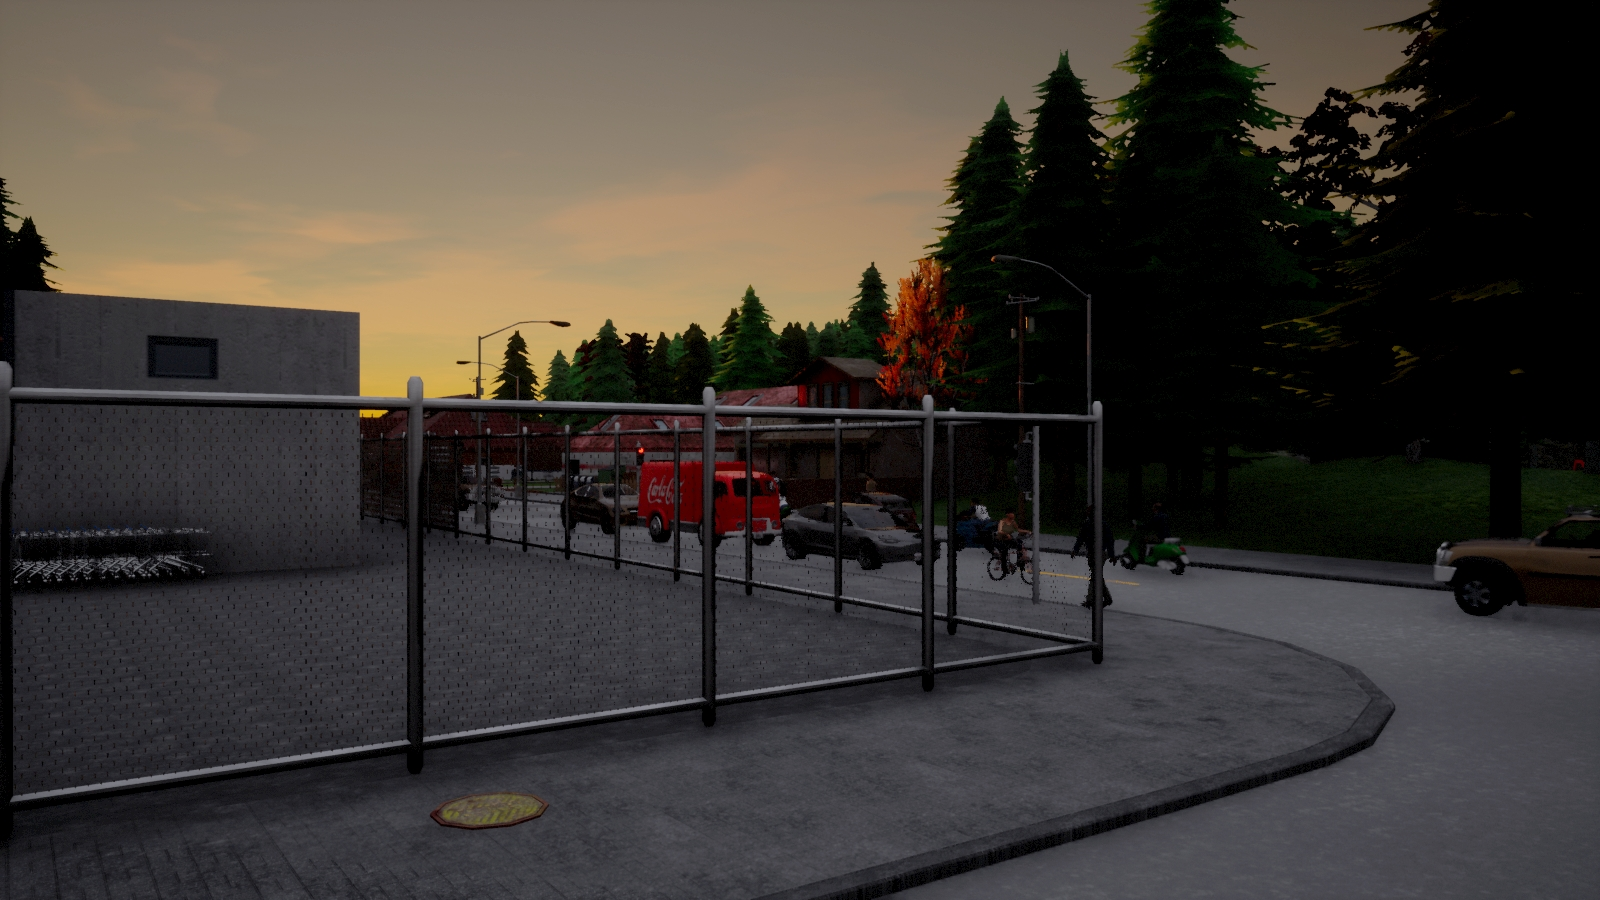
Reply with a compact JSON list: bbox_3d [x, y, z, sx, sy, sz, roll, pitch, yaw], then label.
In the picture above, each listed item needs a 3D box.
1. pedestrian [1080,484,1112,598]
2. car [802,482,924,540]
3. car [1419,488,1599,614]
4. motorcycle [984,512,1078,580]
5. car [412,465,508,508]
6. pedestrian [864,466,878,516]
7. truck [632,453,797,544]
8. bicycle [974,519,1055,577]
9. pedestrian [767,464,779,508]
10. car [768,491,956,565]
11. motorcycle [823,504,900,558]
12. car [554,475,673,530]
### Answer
[{"bbox_3d":[4.965,1.515,19.160,0.375,1.860,0.375,0,0,-42],"label":"pedestrian"},{"bbox_3d":[1.867,1.802,34.631,1.789,1.549,3.705,0,0,-35],"label":"car"},{"bbox_3d":[12.983,1.641,18.838,4.605,1.855,1.932,0,0,40],"label":"car"},{"bbox_3d":[4.746,1.959,23.575,0.856,1.236,1.805,0,0,-35],"label":"motorcycle"},{"bbox_3d":[-15.676,1.639,52.628,4.605,1.855,1.932,0,-1,39],"label":"car"},{"bbox_3d":[2.650,1.521,42.824,0.375,1.860,0.375,0,0,-32],"label":"pedestrian"},{"bbox_3d":[-2.653,1.342,34.158,2.627,2.467,5.204,0,0,-35],"label":"truck"},{"bbox_3d":[4.476,2.033,23.928,0.859,1.080,1.487,0,0,-35],"label":"bicycle"},{"bbox_3d":[-1.136,1.520,48.298,0.375,1.860,0.375,0,0,-35],"label":"pedestrian"},{"bbox_3d":[1.425,1.840,28.313,2.163,1.488,4.792,0,0,-35],"label":"car"},{"bbox_3d":[1.508,1.992,28.460,0.803,1.145,2.033,0,1,-36],"label":"motorcycle"},{"bbox_3d":[-6.576,1.769,39.829,2.152,1.651,5.027,0,0,-35],"label":"car"}]
